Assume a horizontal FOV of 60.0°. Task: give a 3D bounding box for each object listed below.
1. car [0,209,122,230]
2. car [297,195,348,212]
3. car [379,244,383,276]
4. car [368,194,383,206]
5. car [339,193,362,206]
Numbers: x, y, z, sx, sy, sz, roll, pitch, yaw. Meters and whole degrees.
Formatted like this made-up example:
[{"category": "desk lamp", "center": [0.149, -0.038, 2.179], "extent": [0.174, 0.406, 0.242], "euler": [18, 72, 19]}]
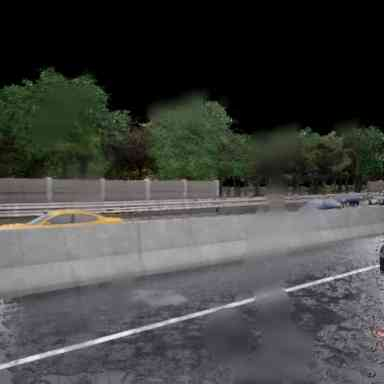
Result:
[{"category": "car", "center": [-5.200, 1.468, 13.158], "extent": [5.008, 1.535, 1.882], "euler": [0, 0, -35]}, {"category": "car", "center": [11.124, 1.300, 28.749], "extent": [4.674, 1.442, 1.812], "euler": [-1, 1, -34]}, {"category": "car", "center": [6.600, 1.463, 8.378], "extent": [4.892, 1.490, 1.837], "euler": [-1, 0, -35]}, {"category": "car", "center": [23.900, 0.972, 41.447], "extent": [4.902, 1.511, 2.128], "euler": [-1, 1, -34]}, {"category": "car", "center": [19.334, 0.903, 41.856], "extent": [4.553, 1.767, 2.097], "euler": [-1, 1, -37]}]
